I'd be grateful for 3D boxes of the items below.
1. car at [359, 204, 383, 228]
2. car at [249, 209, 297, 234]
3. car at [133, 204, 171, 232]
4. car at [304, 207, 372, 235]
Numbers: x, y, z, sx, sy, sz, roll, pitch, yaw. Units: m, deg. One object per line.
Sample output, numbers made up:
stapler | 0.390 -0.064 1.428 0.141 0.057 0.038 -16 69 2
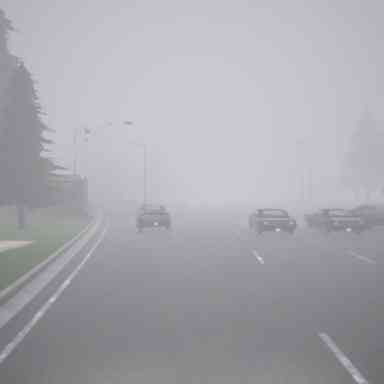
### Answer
car | 11.482 1.499 21.258 1.812 1.442 4.674 0 0 2
car | 4.406 1.592 18.928 1.895 1.301 4.718 0 0 2
car | -2.483 1.500 20.383 2.128 1.511 4.902 0 0 -12
car | 7.903 1.583 18.800 1.895 1.301 4.718 0 0 2
